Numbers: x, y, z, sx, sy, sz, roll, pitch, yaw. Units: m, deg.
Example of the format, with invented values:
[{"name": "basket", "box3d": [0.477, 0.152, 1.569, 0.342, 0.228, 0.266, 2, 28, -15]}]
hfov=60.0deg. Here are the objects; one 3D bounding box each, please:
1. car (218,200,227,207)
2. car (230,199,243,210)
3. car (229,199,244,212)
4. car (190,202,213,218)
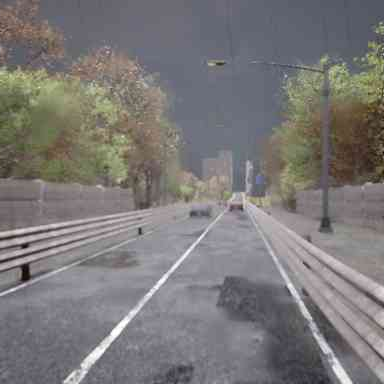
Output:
[{"name": "car", "box3d": [6.735, 2.502, 73.501, 2.033, 1.411, 5.357, 0, -1, 8]}, {"name": "car", "box3d": [7.698, 2.042, 57.077, 2.097, 1.767, 4.553, 0, -1, 8]}, {"name": "car", "box3d": [6.258, 1.979, 46.893, 1.882, 1.535, 5.008, 0, -1, 8]}, {"name": "car", "box3d": [0.997, 1.775, 33.551, 1.882, 1.535, 5.008, 0, -1, 8]}]
